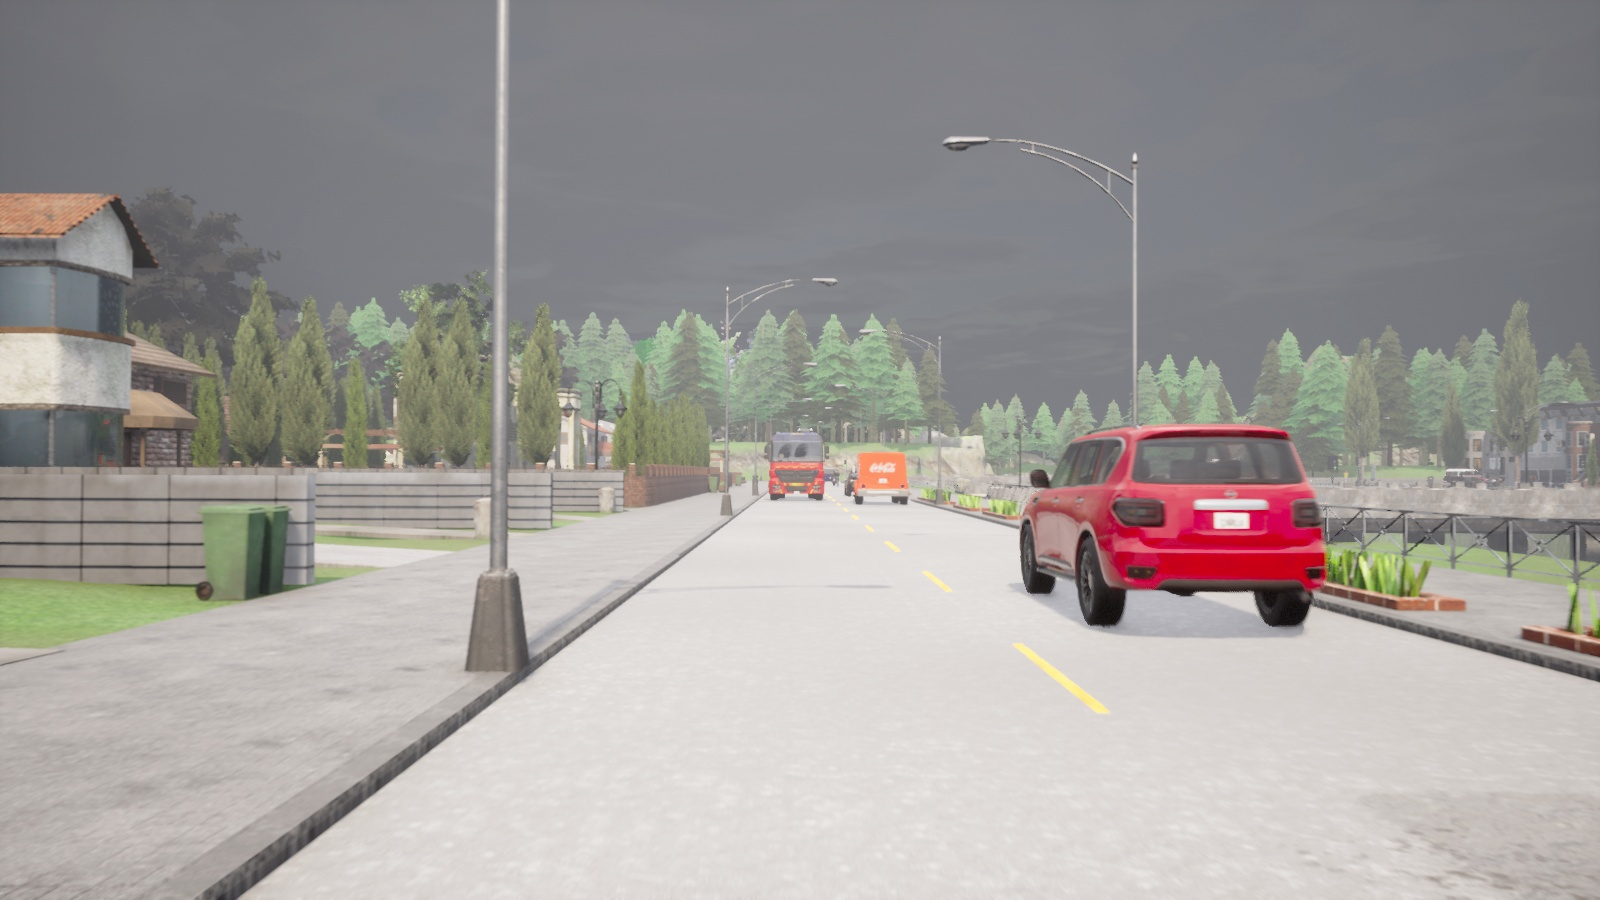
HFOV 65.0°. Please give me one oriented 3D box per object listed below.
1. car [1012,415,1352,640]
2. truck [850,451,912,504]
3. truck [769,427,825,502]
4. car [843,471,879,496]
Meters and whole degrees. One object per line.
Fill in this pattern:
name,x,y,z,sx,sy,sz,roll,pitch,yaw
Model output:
car,3.965,0.757,14.279,2.150,2.045,5.566,0,-1,0
truck,3.854,1.332,60.911,2.627,2.467,5.204,0,-1,0
truck,-0.167,0.795,68.379,2.891,3.827,8.468,0,-1,0
car,3.812,2.073,79.238,2.007,1.525,4.514,0,-1,0
